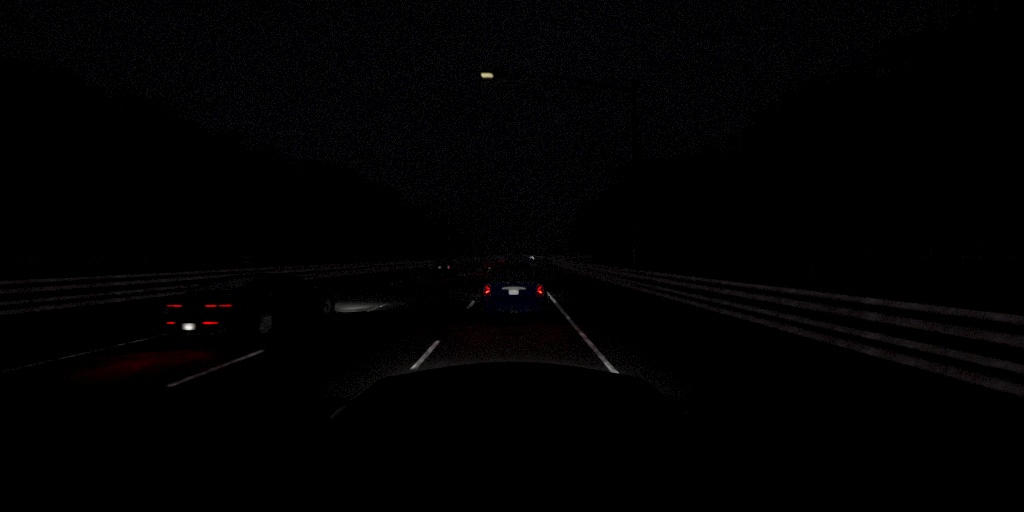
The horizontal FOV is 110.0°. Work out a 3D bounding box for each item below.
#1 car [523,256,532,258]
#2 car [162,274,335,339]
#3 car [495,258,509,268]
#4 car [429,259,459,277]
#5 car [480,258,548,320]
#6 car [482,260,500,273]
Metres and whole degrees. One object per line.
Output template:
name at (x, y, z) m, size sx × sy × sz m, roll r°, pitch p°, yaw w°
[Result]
car at (1.931, 1.121, 62.659) m, size 2.128 × 1.511 × 4.902 m, roll 0°, pitch 0°, yaw 4°
car at (-6.867, 1.243, 10.065) m, size 1.837 × 1.490 × 4.892 m, roll 0°, pitch 0°, yaw 1°
car at (-1.658, 1.112, 59.605) m, size 1.882 × 1.535 × 5.008 m, roll 0°, pitch 0°, yaw 3°
car at (-6.351, 1.047, 34.061) m, size 2.097 × 1.767 × 4.553 m, roll 0°, pitch 0°, yaw 2°
car at (0.077, 1.091, 12.763) m, size 2.097 × 1.767 × 4.553 m, roll 0°, pitch 0°, yaw 1°
car at (-2.482, 1.203, 43.443) m, size 1.812 × 1.442 × 4.674 m, roll 0°, pitch 0°, yaw 2°
